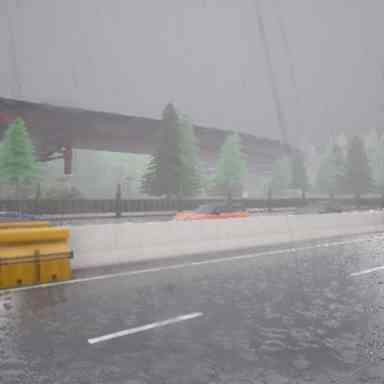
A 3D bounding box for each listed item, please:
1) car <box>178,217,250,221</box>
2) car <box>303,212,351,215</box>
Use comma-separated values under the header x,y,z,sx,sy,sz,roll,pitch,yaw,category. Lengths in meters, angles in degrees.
x,y,z,sx,sy,sz,roll,pitch,yaw,category
1.087,1.356,17.635,4.553,1.767,2.097,1,0,-35,car
9.159,1.445,23.342,4.553,1.767,2.097,1,0,-35,car
